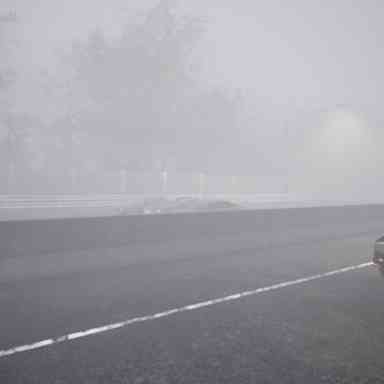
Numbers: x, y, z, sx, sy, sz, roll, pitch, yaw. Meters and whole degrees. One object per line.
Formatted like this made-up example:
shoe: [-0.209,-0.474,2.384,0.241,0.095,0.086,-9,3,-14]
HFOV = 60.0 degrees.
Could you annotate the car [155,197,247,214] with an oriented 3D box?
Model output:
car: [0.818,1.158,17.460,4.892,1.490,1.837,0,1,-35]

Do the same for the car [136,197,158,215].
car: [-0.625,1.065,20.719,4.902,1.511,2.128,0,1,-35]

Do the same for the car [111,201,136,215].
car: [-2.891,1.042,23.405,5.357,1.411,2.033,0,1,-35]

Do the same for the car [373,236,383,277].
car: [6.488,1.387,8.372,4.902,1.511,2.128,0,1,-35]
